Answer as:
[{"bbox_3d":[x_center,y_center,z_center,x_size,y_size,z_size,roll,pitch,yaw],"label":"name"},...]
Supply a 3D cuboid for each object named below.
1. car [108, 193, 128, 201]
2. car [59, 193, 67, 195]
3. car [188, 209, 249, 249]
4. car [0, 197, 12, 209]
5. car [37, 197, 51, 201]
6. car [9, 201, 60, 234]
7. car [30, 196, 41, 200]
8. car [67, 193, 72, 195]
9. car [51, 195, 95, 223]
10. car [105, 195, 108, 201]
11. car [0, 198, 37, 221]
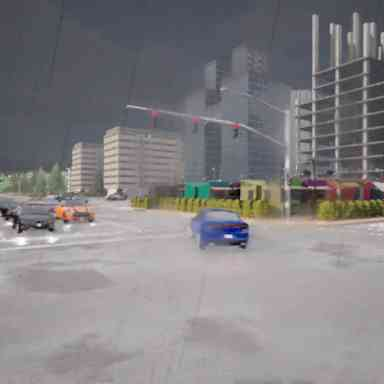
[{"bbox_3d":[-16.696,1.111,76.743,3.866,1.878,1.905,0,0,-34],"label":"car"},{"bbox_3d":[-23.039,1.176,60.262,2.150,2.045,5.566,0,0,-33],"label":"car"},{"bbox_3d":[1.022,1.473,14.582,1.882,1.535,5.008,1,0,-7],"label":"car"},{"bbox_3d":[-25.880,1.448,45.190,2.128,1.511,4.902,0,0,-32],"label":"car"},{"bbox_3d":[-13.749,1.499,32.795,1.812,1.442,4.674,0,0,-33],"label":"car"},{"bbox_3d":[-9.343,1.488,19.518,1.837,1.490,4.892,0,0,-33],"label":"car"},{"bbox_3d":[-19.172,1.317,41.202,2.097,1.767,4.553,0,0,-33],"label":"car"},{"bbox_3d":[-17.626,1.315,52.050,2.097,1.767,4.553,0,0,-33],"label":"car"},{"bbox_3d":[-8.993,1.333,25.428,2.097,1.767,4.553,0,0,-33],"label":"car"},{"bbox_3d":[-18.284,1.106,79.163,4.605,1.855,1.932,0,0,-34],"label":"car"},{"bbox_3d":[-14.633,1.522,27.695,2.033,1.411,5.357,0,0,-33],"label":"car"}]
